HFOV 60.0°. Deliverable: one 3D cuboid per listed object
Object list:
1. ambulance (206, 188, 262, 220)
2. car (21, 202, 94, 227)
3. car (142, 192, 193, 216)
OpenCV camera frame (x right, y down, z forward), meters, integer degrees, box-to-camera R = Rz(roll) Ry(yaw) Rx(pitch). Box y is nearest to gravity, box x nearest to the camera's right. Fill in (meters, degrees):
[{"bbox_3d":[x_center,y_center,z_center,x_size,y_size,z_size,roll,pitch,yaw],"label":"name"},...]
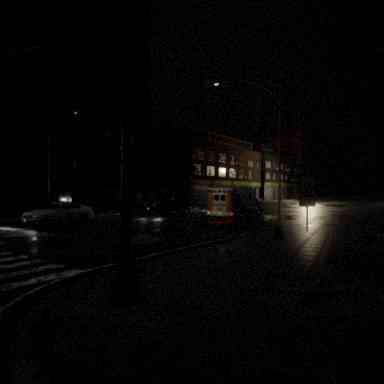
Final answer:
[{"bbox_3d":[3.781,0.932,27.667,2.351,2.431,6.366,1,1,35],"label":"ambulance"},{"bbox_3d":[-8.602,1.383,21.664,1.812,1.442,4.674,1,1,35],"label":"car"},{"bbox_3d":[-2.128,1.038,30.754,2.150,2.045,5.566,1,1,35],"label":"car"}]
